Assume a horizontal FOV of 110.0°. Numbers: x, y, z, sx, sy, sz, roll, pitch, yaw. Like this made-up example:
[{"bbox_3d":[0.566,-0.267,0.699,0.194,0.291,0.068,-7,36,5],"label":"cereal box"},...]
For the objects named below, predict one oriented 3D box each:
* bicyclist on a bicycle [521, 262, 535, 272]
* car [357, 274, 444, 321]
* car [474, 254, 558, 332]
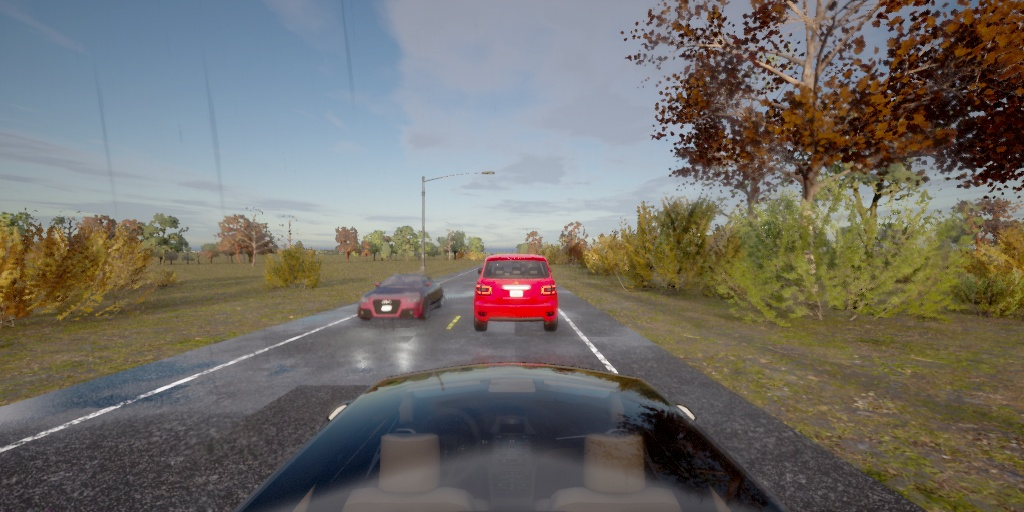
[{"bbox_3d":[0.946,1.114,18.745,0.659,1.776,1.843,0,0,0],"label":"bicyclist on a bicycle"},{"bbox_3d":[-3.608,1.310,12.310,1.994,1.385,4.181,0,0,0],"label":"car"},{"bbox_3d":[0.093,0.968,11.039,2.150,2.045,5.566,0,0,0],"label":"car"}]
